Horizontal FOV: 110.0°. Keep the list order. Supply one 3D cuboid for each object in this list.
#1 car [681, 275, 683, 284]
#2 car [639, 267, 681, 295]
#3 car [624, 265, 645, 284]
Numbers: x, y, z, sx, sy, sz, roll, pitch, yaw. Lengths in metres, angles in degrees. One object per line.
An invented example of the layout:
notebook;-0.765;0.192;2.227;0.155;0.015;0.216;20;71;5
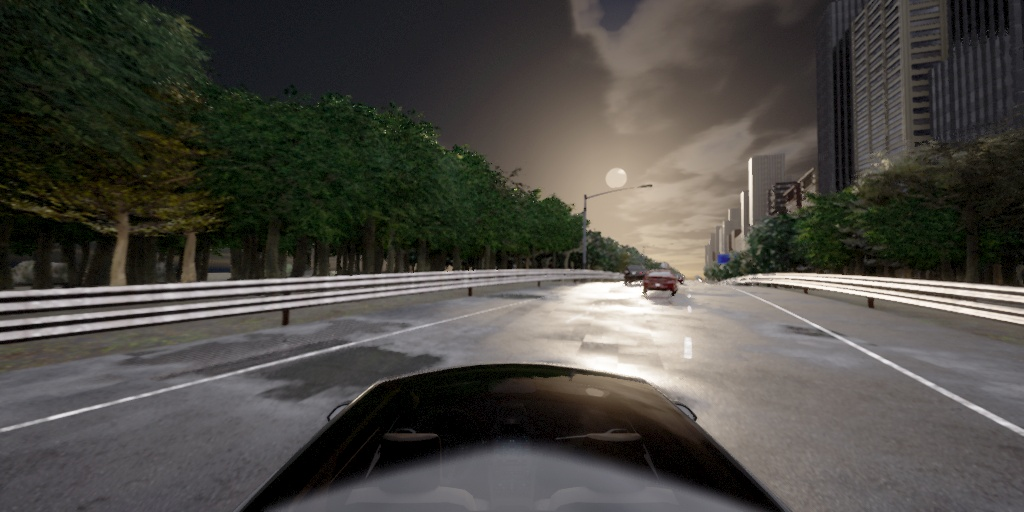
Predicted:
car;20.526;2.897;45.142;1.895;1.301;4.718;0;-4;26
car;9.710;1.646;23.357;1.882;1.535;5.008;0;-2;26
car;13.783;2.057;39.427;2.150;2.045;5.566;0;-3;26
